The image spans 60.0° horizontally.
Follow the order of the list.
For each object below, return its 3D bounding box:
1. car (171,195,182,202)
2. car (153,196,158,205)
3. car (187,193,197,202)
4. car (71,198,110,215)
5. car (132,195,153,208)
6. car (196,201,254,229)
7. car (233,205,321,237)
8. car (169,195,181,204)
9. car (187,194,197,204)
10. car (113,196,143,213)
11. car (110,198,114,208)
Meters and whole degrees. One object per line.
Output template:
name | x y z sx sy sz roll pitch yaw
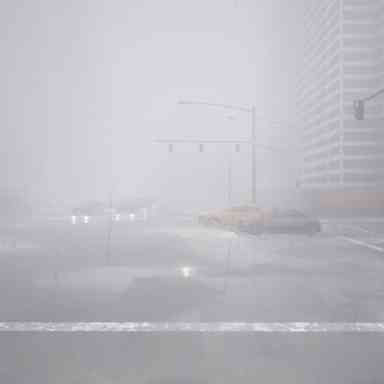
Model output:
car | -3.444 1.354 74.517 2.128 1.511 4.902 0 0 0
car | -7.023 1.504 57.254 1.837 1.490 4.892 0 0 0
car | 0.056 1.184 74.484 2.097 1.767 4.553 0 0 0
car | -10.543 1.547 34.338 2.033 1.411 5.357 0 0 4
car | -7.043 1.505 46.985 1.837 1.490 4.892 0 0 0
car | 2.934 1.477 21.050 5.008 1.535 1.882 0 0 0
car | 4.533 1.564 17.557 4.181 1.385 1.994 0 0 0
car | -3.451 1.491 64.233 2.128 1.511 4.902 0 0 0
car | 0.049 1.547 64.230 2.033 1.411 5.357 0 0 0
car | -7.061 1.526 37.041 1.812 1.442 4.674 0 0 0
car | -10.558 1.547 44.410 2.033 1.411 5.357 0 0 0
